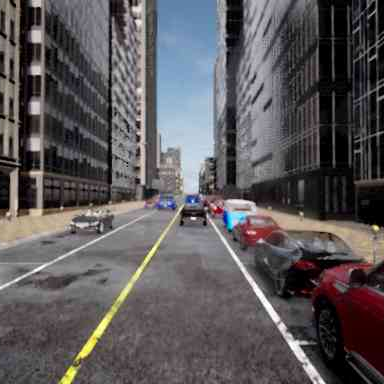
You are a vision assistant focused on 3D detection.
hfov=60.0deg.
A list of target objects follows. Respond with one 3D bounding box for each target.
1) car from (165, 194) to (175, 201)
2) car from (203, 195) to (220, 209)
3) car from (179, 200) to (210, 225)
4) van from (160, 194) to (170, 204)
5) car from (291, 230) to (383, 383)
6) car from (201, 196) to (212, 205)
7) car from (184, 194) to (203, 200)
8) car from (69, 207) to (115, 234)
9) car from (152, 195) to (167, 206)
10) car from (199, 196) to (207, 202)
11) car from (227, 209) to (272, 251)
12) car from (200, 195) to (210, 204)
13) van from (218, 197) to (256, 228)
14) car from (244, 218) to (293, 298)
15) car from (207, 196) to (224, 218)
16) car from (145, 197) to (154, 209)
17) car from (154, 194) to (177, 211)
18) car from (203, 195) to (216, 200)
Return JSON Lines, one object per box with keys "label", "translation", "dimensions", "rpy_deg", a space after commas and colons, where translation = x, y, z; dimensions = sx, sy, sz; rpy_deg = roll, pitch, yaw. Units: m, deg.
{"label": "car", "translation": [-5.652, 1.446, 86.269], "dimensions": [2.192, 1.841, 5.009], "rpy_deg": [1, 0, 0]}
{"label": "car", "translation": [2.701, 1.384, 47.345], "dimensions": [2.192, 1.841, 5.009], "rpy_deg": [1, 0, 0]}
{"label": "car", "translation": [0.096, 1.537, 24.451], "dimensions": [1.837, 1.490, 4.892], "rpy_deg": [0, -1, 0]}
{"label": "van", "translation": [-5.692, 1.445, 69.544], "dimensions": [1.690, 1.788, 3.998], "rpy_deg": [1, 0, 0]}
{"label": "car", "translation": [2.708, 1.319, 2.727], "dimensions": [2.192, 1.841, 5.009], "rpy_deg": [1, 0, 0]}
{"label": "car", "translation": [2.696, 1.535, 64.075], "dimensions": [1.967, 1.590, 4.097], "rpy_deg": [1, 0, 0]}
{"label": "car", "translation": [0.094, 1.289, 45.659], "dimensions": [2.150, 2.045, 5.566], "rpy_deg": [0, 0, 0]}
{"label": "car", "translation": [-5.680, 1.578, 19.367], "dimensions": [2.008, 1.369, 4.403], "rpy_deg": [1, 0, 0]}
{"label": "car", "translation": [-5.681, 1.401, 58.393], "dimensions": [2.192, 1.841, 5.009], "rpy_deg": [1, 0, 0]}
{"label": "car", "translation": [2.691, 1.647, 80.977], "dimensions": [1.752, 1.417, 4.829], "rpy_deg": [1, 0, 0]}
{"label": "car", "translation": [2.701, 1.601, 13.881], "dimensions": [1.802, 1.307, 4.206], "rpy_deg": [1, 0, 0]}
{"label": "car", "translation": [2.695, 1.544, 69.653], "dimensions": [1.967, 1.590, 4.097], "rpy_deg": [1, 0, 0]}
{"label": "van", "translation": [2.705, 1.368, 19.458], "dimensions": [1.690, 1.788, 3.998], "rpy_deg": [1, 0, 0]}
{"label": "car", "translation": [2.703, 1.578, 8.304], "dimensions": [1.947, 1.339, 4.313], "rpy_deg": [1, 0, 0]}
{"label": "car", "translation": [2.701, 1.483, 30.612], "dimensions": [1.967, 1.590, 4.097], "rpy_deg": [1, 0, 0]}
{"label": "car", "translation": [-5.685, 1.651, 47.243], "dimensions": [1.802, 1.307, 4.206], "rpy_deg": [1, 0, 0]}
{"label": "car", "translation": [-3.093, 1.283, 41.503], "dimensions": [2.150, 2.045, 5.566], "rpy_deg": [0, 0, 0]}
{"label": "car", "translation": [2.702, 1.367, 36.190], "dimensions": [2.192, 1.841, 5.009], "rpy_deg": [1, 0, 0]}
